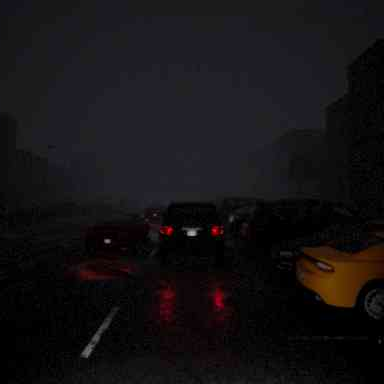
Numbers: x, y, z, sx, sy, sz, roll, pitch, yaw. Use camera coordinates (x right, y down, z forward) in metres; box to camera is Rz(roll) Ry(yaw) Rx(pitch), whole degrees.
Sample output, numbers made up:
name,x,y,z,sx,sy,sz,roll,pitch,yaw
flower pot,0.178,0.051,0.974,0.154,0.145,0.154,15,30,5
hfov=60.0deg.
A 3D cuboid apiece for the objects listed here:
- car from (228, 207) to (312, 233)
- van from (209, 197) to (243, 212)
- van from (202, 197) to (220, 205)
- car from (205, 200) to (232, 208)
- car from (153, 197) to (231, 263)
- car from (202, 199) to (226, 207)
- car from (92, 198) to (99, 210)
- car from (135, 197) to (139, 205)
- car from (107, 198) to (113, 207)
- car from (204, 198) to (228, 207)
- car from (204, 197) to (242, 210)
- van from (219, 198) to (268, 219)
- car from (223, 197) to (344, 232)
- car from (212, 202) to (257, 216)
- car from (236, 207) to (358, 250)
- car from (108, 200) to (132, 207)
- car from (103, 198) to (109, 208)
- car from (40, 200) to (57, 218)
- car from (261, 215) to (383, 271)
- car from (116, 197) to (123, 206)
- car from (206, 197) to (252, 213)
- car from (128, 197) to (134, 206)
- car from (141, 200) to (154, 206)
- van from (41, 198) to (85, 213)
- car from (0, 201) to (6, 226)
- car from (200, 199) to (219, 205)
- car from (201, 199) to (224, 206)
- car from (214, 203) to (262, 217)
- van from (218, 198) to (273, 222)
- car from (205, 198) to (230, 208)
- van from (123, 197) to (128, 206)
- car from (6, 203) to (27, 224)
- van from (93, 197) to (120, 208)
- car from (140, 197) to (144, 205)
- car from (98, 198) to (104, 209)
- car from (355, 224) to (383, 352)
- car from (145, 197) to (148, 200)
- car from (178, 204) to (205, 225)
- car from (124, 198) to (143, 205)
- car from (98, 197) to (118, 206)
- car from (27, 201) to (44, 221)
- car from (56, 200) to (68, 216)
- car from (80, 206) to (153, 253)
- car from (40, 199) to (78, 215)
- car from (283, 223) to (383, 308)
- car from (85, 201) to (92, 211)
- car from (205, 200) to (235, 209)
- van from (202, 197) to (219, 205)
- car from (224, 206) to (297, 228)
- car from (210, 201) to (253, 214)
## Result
name,x,y,z,sx,sy,sz,roll,pitch,yaw
car,4.703,1.701,20.578,4.674,1.452,2.002,0,-1,0
van,4.585,1.714,45.526,4.442,1.987,1.878,0,-1,0
van,4.812,2.319,84.430,4.442,1.987,1.878,0,-1,0
car,4.697,2.174,59.415,4.674,1.452,2.002,0,-1,0
car,0.005,1.336,12.615,2.150,2.045,5.566,0,0,0
car,4.693,2.311,70.529,5.008,1.535,2.097,0,-1,0
car,-15.678,1.936,44.275,5.366,1.575,1.946,0,-1,0
car,-15.530,2.455,77.357,5.008,1.535,2.097,0,-1,0
car,-15.503,2.094,52.544,4.674,1.452,2.002,0,-1,0
car,4.667,2.094,64.977,4.553,1.767,2.185,0,-1,0
car,4.672,1.762,51.083,5.566,2.045,2.435,0,-1,0
van,4.821,1.547,31.631,4.442,1.987,1.878,0,-1,0
car,4.678,1.385,17.863,5.566,2.045,2.435,0,-1,0
car,4.673,1.865,37.187,4.792,1.488,2.163,0,-1,0
car,4.892,1.607,14.956,5.366,1.575,1.946,0,-1,0
car,-15.517,2.400,71.842,4.674,1.452,2.002,0,-1,0
car,-15.527,2.044,49.788,4.792,1.488,2.163,0,-1,0
car,-15.473,1.770,30.491,4.892,1.521,2.231,0,-1,0
car,4.714,1.564,9.398,4.892,1.521,2.231,0,0,0
car,-15.534,1.885,58.062,5.566,2.045,2.435,0,-1,0
car,4.674,1.652,42.749,5.566,2.045,2.435,0,-1,0
car,-15.331,2.311,69.086,5.366,1.575,1.946,0,-1,0
car,-2.983,1.745,29.269,1.882,1.535,5.008,0,0,0
van,-15.370,1.644,38.887,4.442,1.987,1.878,0,-1,0
car,-15.503,1.555,22.221,4.553,1.767,2.185,0,-1,0
car,4.688,2.638,89.984,4.892,1.521,2.231,0,-1,0
car,4.691,2.404,76.089,5.008,1.535,2.097,0,-1,0
car,4.701,1.845,34.533,4.674,1.452,2.002,0,-1,0
van,4.588,1.517,28.854,4.442,1.987,1.878,0,-1,0
car,4.668,2.051,62.197,4.553,1.767,2.185,0,-1,0
van,-15.631,2.041,66.331,4.442,1.987,1.878,0,-1,0
car,-15.443,1.583,24.978,4.553,1.767,2.185,0,-1,0
van,-15.625,1.953,60.819,4.442,1.987,1.878,0,-1,0
car,-15.558,2.300,82.876,5.566,2.045,2.435,0,-1,0
car,-15.489,1.977,47.031,4.892,1.521,2.231,0,-1,0
car,4.740,1.391,3.841,4.553,1.767,2.185,0,0,0
car,-15.566,2.441,91.149,5.566,2.045,2.435,0,-1,0
car,0.002,1.797,27.542,2.033,1.411,5.357,0,-1,0
car,-15.566,2.522,88.513,4.553,1.767,2.185,0,-1,0
car,-15.508,2.094,55.303,5.008,1.535,2.097,0,-1,0
car,-15.471,1.740,27.733,4.892,1.521,2.231,0,-1,0
car,-15.476,1.802,33.247,4.892,1.521,2.231,0,-1,0
car,-2.980,1.602,14.252,1.882,1.535,5.008,0,0,0
car,-15.478,1.835,36.003,4.892,1.521,2.231,0,-1,0
car,4.703,1.541,6.743,5.008,1.535,2.097,0,0,0
car,-15.487,1.943,41.517,4.674,1.452,2.002,0,-1,0
car,4.694,2.094,56.638,4.892,1.521,2.231,0,-1,0
van,4.811,2.365,87.208,4.442,1.987,1.878,0,-1,0
car,4.703,1.727,23.292,4.674,1.452,2.002,0,-1,0
car,4.696,1.870,39.965,4.892,1.521,2.231,0,-1,0
